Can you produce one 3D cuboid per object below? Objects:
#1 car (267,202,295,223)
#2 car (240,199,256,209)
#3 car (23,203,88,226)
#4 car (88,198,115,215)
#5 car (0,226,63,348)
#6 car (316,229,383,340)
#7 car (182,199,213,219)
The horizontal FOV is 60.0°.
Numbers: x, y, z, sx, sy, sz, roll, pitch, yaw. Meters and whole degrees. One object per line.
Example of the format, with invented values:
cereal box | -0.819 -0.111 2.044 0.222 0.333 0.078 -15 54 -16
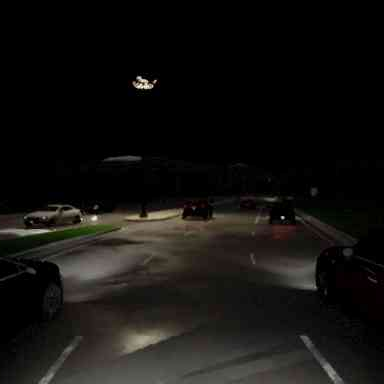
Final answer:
car | 6.944 1.560 25.947 1.837 1.490 4.892 0 0 12
car | 7.852 1.666 46.593 1.994 1.385 4.181 0 0 13
car | -9.404 1.583 22.908 1.812 1.442 4.674 0 0 14
car | -10.012 1.505 35.504 2.097 1.767 4.553 0 0 13
car | -3.353 1.504 4.325 2.128 1.511 4.902 0 0 1
car | 3.681 1.362 5.415 2.097 1.767 4.553 0 0 2
car | 0.617 1.419 29.734 2.097 1.767 4.553 0 0 12
